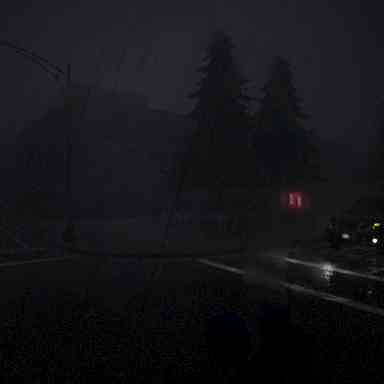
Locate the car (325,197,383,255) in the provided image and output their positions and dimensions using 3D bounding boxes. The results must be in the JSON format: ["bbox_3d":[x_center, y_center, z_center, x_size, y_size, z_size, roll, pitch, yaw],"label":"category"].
[{"bbox_3d":[7.795,1.248,13.692,5.566,2.045,2.150,0,0,-36],"label":"car"}]
